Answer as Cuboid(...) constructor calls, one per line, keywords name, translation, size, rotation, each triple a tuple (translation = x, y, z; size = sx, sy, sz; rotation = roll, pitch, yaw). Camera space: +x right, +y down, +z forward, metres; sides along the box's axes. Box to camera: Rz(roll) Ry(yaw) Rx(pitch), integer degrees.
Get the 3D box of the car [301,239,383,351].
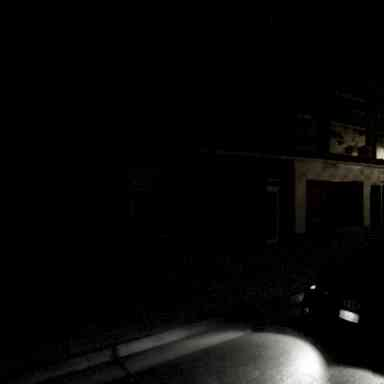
Cuboid(name="car", translation=(3.831, 1.551, 5.792), size=(4.181, 1.385, 1.994), rotation=(0, 0, -35))
